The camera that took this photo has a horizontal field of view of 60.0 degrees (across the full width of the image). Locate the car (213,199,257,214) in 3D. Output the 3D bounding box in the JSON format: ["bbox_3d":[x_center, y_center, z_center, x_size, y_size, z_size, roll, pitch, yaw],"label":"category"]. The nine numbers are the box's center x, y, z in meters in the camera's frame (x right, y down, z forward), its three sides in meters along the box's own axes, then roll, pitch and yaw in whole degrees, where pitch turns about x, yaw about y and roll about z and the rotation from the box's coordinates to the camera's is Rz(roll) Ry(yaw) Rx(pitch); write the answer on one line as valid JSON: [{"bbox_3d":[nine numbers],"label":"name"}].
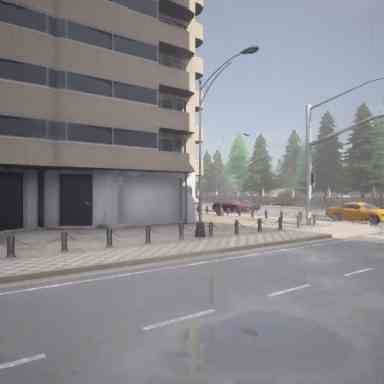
[{"bbox_3d":[4.377,1.533,36.668,1.882,1.535,5.008,0,0,-36],"label":"car"}]

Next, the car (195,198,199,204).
[{"bbox_3d":[-0.534,1.581,61.754,1.812,1.442,4.674,0,0,-36],"label":"car"}]

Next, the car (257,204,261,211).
[{"bbox_3d":[6.270,1.618,40.027,1.994,1.385,4.181,0,0,-36],"label":"car"}]

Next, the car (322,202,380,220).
[{"bbox_3d":[13.995,1.620,29.447,1.994,1.385,4.181,0,0,-38],"label":"car"}]

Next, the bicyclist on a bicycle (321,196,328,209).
[{"bbox_3d":[17.332,1.356,43.463,1.656,1.620,0.582,0,0,-36],"label":"bicyclist on a bicycle"}]

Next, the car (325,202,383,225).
[{"bbox_3d":[12.460,1.523,24.482,1.882,1.535,5.008,1,-1,-27],"label":"car"}]
